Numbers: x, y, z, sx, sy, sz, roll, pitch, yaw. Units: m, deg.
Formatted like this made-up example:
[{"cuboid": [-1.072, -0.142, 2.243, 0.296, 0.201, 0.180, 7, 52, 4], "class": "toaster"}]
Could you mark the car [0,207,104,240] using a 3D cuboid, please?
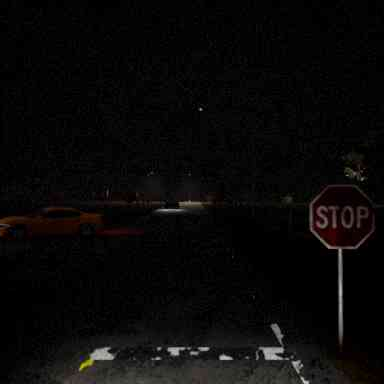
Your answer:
[{"cuboid": [-7.060, 1.511, 16.951, 5.008, 1.535, 1.882, 1, 2, -30], "class": "car"}]

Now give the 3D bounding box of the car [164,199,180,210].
[{"cuboid": [-2.715, 1.689, 45.543, 1.994, 1.385, 4.181, 0, 0, 0], "class": "car"}]
